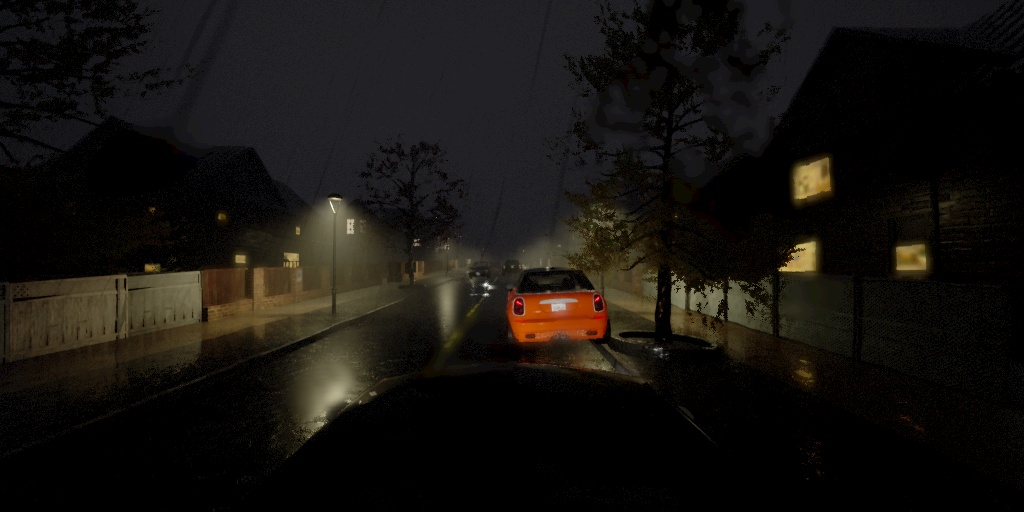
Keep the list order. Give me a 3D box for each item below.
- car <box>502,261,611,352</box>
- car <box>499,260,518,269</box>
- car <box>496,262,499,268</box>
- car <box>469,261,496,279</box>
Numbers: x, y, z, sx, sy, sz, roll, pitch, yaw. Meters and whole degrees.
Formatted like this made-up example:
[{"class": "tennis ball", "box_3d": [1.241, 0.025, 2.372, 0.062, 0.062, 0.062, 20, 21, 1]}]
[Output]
[{"class": "car", "box_3d": [0.917, 1.059, 9.121, 2.097, 1.767, 4.553, -3, -1, 0]}, {"class": "car", "box_3d": [0.043, 1.163, 37.951, 2.097, 1.767, 4.553, 0, 0, 0]}, {"class": "car", "box_3d": [-2.807, 1.436, 58.137, 1.994, 1.385, 4.181, 0, 0, 0]}, {"class": "car", "box_3d": [-2.881, 1.291, 33.189, 2.128, 1.511, 4.902, 0, 0, 0]}]
